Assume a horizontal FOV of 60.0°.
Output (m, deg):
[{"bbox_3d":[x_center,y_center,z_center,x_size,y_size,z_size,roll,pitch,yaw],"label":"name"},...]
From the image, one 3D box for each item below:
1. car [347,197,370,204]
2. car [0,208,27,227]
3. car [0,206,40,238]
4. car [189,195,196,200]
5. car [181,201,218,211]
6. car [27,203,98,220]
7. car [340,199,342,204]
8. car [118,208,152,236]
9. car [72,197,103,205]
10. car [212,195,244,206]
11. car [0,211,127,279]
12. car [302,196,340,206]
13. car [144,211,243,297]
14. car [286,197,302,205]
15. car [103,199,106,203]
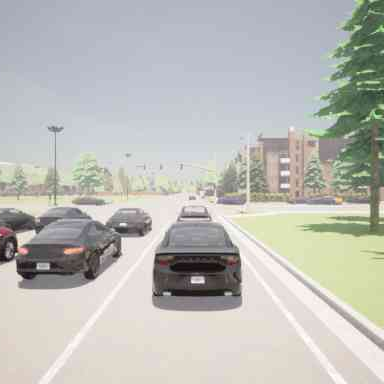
[{"bbox_3d":[30.885,1.601,60.489,4.718,1.301,1.895,0,0,0],"label":"car"},{"bbox_3d":[-6.888,1.352,9.323,2.097,1.767,4.553,0,0,0],"label":"car"},{"bbox_3d":[-10.376,1.564,18.465,1.994,1.385,4.181,0,0,0],"label":"car"},{"bbox_3d":[0.096,1.525,93.247,2.128,1.511,4.902,0,0,0],"label":"car"},{"bbox_3d":[0.124,1.492,18.008,2.128,1.511,4.902,0,0,0],"label":"car"},{"bbox_3d":[-6.878,1.526,18.156,1.812,1.442,4.674,0,0,0],"label":"car"},{"bbox_3d":[23.087,1.478,56.992,5.008,1.535,1.882,0,0,0],"label":"car"},{"bbox_3d":[-3.377,1.564,18.342,1.994,1.385,4.181,0,0,0],"label":"car"},{"bbox_3d":[-17.174,1.564,53.619,4.181,1.385,1.994,0,0,0],"label":"car"},{"bbox_3d":[5.936,1.351,53.452,4.553,1.767,2.097,0,0,0],"label":"car"},{"bbox_3d":[-3.388,1.526,9.880,1.812,1.442,4.674,0,0,0],"label":"car"},{"bbox_3d":[20.703,1.525,53.473,4.674,1.442,1.812,0,0,0],"label":"car"},{"bbox_3d":[0.111,1.478,8.641,1.882,1.535,5.008,0,0,0],"label":"car"},{"bbox_3d":[20.004,1.547,60.468,5.357,1.411,2.033,0,0,0],"label":"car"},{"bbox_3d":[-17.586,1.547,57.122,5.357,1.411,2.033,0,0,0],"label":"car"}]
